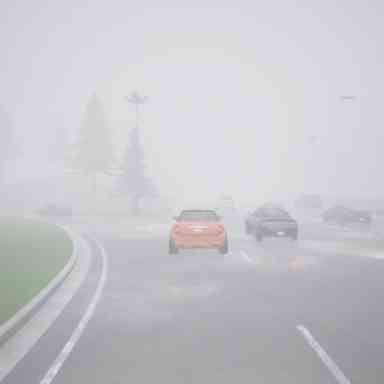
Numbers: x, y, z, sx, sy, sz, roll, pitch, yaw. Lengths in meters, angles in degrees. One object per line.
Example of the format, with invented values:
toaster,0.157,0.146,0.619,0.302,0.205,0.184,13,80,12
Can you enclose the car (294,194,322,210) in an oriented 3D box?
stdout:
car,14.533,1.309,41.774,2.150,2.045,5.566,0,0,1

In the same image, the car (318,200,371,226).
car,10.851,1.566,23.536,1.812,1.442,4.674,0,0,1

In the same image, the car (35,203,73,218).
car,-13.172,1.713,31.591,4.181,1.385,1.994,0,0,39

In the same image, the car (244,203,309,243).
car,3.781,1.533,16.495,2.128,1.511,4.902,0,0,1

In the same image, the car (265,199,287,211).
car,11.058,1.633,44.246,1.812,1.442,4.674,0,0,1

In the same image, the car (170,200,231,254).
car,0.254,1.397,13.919,2.097,1.767,4.553,0,0,1

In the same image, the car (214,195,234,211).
car,4.035,1.346,41.884,2.150,2.045,5.566,0,0,1

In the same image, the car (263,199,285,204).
car,7.431,1.626,31.507,2.033,1.411,5.357,0,0,1
